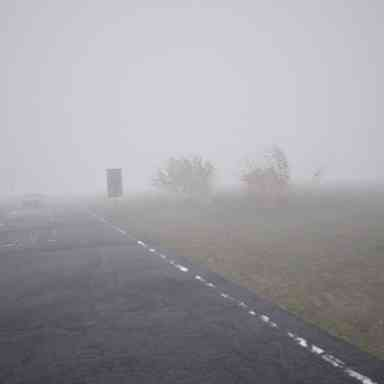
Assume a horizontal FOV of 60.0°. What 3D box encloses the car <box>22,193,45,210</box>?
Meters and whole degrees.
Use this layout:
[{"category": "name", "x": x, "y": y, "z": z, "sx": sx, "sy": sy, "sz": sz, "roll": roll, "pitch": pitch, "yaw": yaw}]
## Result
[{"category": "car", "x": -15.708, "y": 0.819, "z": 33.054, "sx": 1.882, "sy": 1.535, "sz": 5.008, "roll": -3, "pitch": 3, "yaw": -24}]
